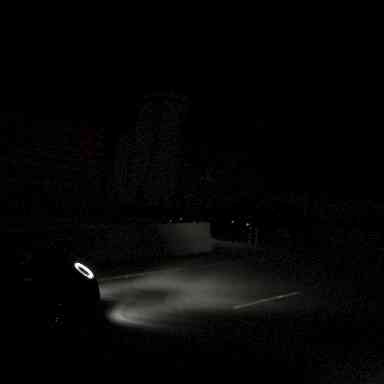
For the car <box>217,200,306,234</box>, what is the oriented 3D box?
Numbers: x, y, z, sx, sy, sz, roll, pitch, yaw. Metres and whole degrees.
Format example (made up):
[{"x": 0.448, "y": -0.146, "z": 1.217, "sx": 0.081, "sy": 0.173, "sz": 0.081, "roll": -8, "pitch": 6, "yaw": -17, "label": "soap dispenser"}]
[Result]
[{"x": 4.502, "y": 1.478, "z": 19.980, "sx": 5.566, "sy": 2.045, "sz": 2.150, "roll": 5, "pitch": -3, "yaw": -35, "label": "car"}]

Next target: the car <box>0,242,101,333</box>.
[{"x": -3.843, "y": 1.353, "z": 5.305, "sx": 4.553, "sy": 1.767, "sz": 2.097, "roll": 0, "pitch": 0, "yaw": -35, "label": "car"}]

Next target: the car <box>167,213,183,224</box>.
[{"x": 0.425, "y": 2.038, "z": 25.670, "sx": 4.892, "sy": 1.490, "sz": 1.837, "roll": 5, "pitch": -3, "yaw": -35, "label": "car"}]

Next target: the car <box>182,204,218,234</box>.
[{"x": 2.449, "y": 1.754, "z": 22.815, "sx": 5.566, "sy": 2.045, "sz": 2.150, "roll": 5, "pitch": -3, "yaw": -35, "label": "car"}]
